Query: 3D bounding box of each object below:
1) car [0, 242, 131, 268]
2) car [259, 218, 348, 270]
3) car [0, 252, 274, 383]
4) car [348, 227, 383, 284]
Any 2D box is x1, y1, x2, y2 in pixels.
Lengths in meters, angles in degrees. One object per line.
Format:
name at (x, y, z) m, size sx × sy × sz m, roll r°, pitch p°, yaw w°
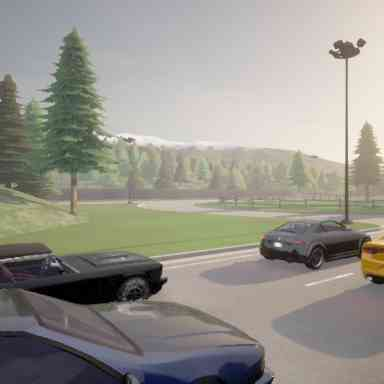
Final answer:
car at (-2.831, 1.601, 6.028) m, size 4.718 × 1.301 × 1.895 m, roll 0°, pitch 0°, yaw -36°
car at (4.239, 1.564, 11.177) m, size 4.181 × 1.385 × 1.994 m, roll 0°, pitch 0°, yaw -35°
car at (-1.789, 1.547, 2.469) m, size 5.357 × 1.411 × 2.033 m, roll 0°, pitch 0°, yaw -36°
car at (6.219, 1.478, 8.289) m, size 5.008 × 1.535 × 1.882 m, roll 0°, pitch 0°, yaw -35°
